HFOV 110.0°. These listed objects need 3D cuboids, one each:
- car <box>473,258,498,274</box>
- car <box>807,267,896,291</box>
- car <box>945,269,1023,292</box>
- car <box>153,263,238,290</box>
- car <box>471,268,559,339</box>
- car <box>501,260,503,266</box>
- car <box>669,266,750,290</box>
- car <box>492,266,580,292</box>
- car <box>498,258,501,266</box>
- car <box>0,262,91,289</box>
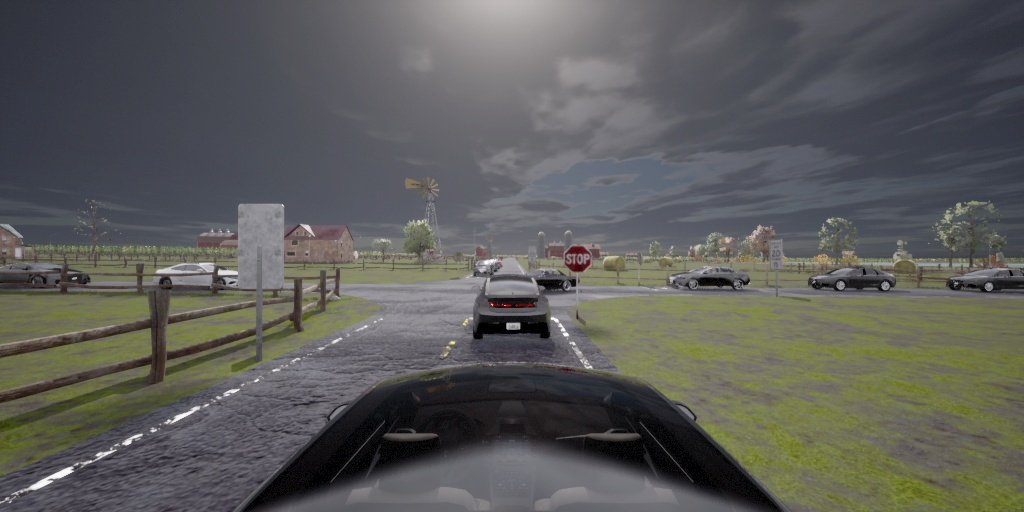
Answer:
[{"bbox_3d":[-2.854,1.243,36.785,2.128,1.511,4.902,0,0,0],"label":"car"},{"bbox_3d":[22.203,1.499,23.540,4.892,1.490,1.837,1,-1,-1],"label":"car"},{"bbox_3d":[31.706,1.587,23.660,4.892,1.490,1.837,1,-1,-1],"label":"car"},{"bbox_3d":[-17.241,1.103,20.057,4.674,1.442,1.812,1,-1,-1],"label":"car"},{"bbox_3d":[-0.073,1.256,10.098,1.837,1.490,4.892,0,0,-2],"label":"car"},{"bbox_3d":[-2.813,1.240,55.773,2.128,1.511,4.902,0,0,0],"label":"car"},{"bbox_3d":[12.801,1.397,23.370,4.902,1.511,2.128,1,-1,-2],"label":"car"},{"bbox_3d":[1.502,1.369,20.144,4.718,1.301,1.895,1,0,-35],"label":"car"},{"bbox_3d":[-2.845,1.241,46.231,2.128,1.511,4.902,0,0,0],"label":"car"},{"bbox_3d":[-26.361,1.048,19.936,4.181,1.385,1.994,1,-1,-1],"label":"car"}]
